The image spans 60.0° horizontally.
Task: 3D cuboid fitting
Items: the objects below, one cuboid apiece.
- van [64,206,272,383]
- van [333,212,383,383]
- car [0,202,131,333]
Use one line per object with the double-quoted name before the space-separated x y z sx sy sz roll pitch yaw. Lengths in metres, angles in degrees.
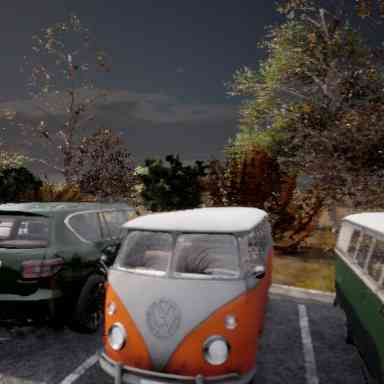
"van" 0.270 1.258 5.179 1.878 1.987 4.442 1 -1 16
"van" 2.694 1.258 3.451 1.878 1.987 4.442 1 -1 16
"car" -2.118 1.234 7.051 2.435 2.045 5.566 0 -1 16
